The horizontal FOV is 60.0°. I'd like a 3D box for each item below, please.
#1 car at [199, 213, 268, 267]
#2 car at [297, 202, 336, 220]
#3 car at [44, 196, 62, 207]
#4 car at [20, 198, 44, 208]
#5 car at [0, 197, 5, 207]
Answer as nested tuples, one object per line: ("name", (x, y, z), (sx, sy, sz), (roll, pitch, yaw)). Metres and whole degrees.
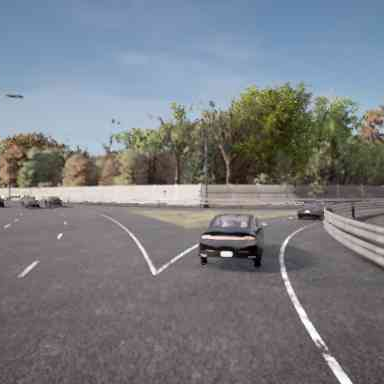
("car", (1.517, 1.474, 11.412), (2.128, 1.511, 4.902), (0, 0, 14))
("car", (10.464, 1.524, 27.747), (1.994, 1.385, 4.181), (0, 0, 42))
("car", (-20.719, 1.418, 49.427), (1.837, 1.490, 4.892), (0, 0, -34))
("car", (-22.107, 1.468, 45.387), (2.033, 1.411, 5.357), (0, 0, -34))
("car", (-28.235, 1.413, 47.888), (1.837, 1.490, 4.892), (0, -2, -37))
